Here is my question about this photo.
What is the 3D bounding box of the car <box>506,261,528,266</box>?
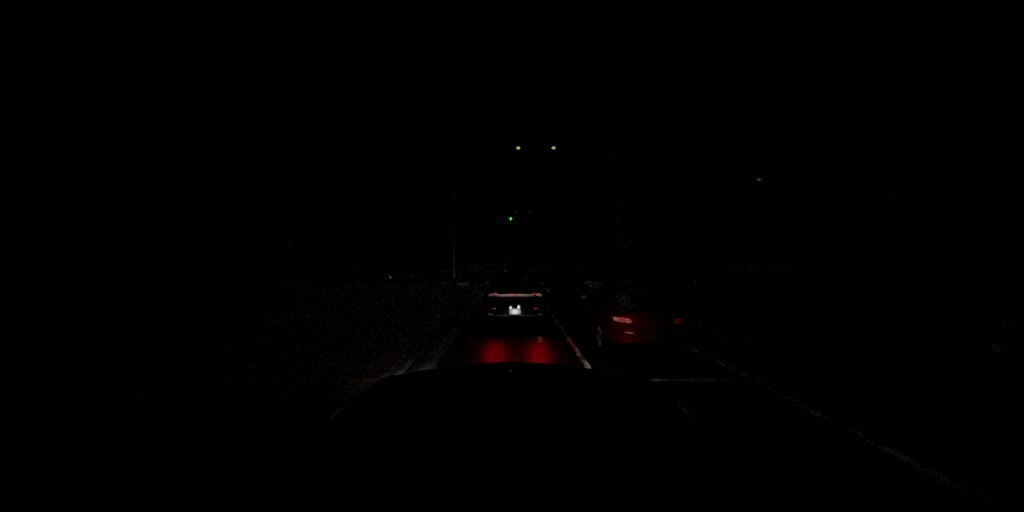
[{"bbox_3d":[0.104,1.399,32.361,1.994,1.385,4.181,0,0,0],"label":"car"}]

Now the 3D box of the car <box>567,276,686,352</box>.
[{"bbox_3d":[2.639,1.343,8.681,1.802,1.307,4.207,0,0,0],"label":"car"}]

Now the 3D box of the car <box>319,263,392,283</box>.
[{"bbox_3d":[-11.185,1.258,25.708,4.902,1.511,2.128,0,-1,0],"label":"car"}]

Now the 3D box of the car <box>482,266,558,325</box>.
[{"bbox_3d":[0.090,1.259,11.890,2.128,1.511,4.902,0,0,0],"label":"car"}]

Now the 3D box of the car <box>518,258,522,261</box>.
[{"bbox_3d":[2.647,1.249,62.307,2.192,1.841,5.009,0,0,0],"label":"car"}]

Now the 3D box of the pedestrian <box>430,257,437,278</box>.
[{"bbox_3d":[-6.913,0.994,31.585,0.375,1.860,0.375,0,-1,0],"label":"pedestrian"}]

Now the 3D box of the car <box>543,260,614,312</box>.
[{"bbox_3d":[2.640,1.087,14.130,2.192,1.841,5.009,0,0,0],"label":"car"}]

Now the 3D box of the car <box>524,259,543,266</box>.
[{"bbox_3d":[2.644,1.392,40.559,1.888,1.381,4.507,0,0,0],"label":"car"}]

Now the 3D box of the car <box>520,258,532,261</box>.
[{"bbox_3d":[2.646,1.456,56.870,1.888,1.381,4.507,0,0,0],"label":"car"}]
